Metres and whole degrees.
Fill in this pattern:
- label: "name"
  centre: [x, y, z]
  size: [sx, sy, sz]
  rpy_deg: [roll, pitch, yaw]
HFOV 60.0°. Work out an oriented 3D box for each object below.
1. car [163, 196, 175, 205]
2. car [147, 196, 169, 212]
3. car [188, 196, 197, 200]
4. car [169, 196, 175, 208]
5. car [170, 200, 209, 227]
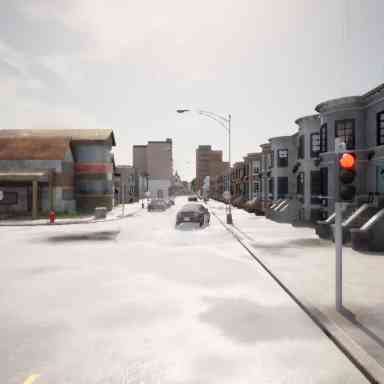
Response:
- label: "car"
  centre: [-4.041, 1.525, 58.792]
  size: [1.812, 1.442, 4.674]
  rpy_deg: [0, 0, 1]
- label: "car"
  centre: [-4.090, 1.505, 39.237]
  size: [1.837, 1.490, 4.892]
  rpy_deg: [0, 0, 0]
- label: "car"
  centre: [0.134, 1.504, 67.872]
  size: [1.837, 1.490, 4.892]
  rpy_deg: [0, 0, 0]
- label: "car"
  centre: [-4.079, 1.547, 48.987]
  size: [2.033, 1.411, 5.357]
  rpy_deg: [0, 0, 0]
- label: "car"
  centre: [0.069, 1.526, 22.876]
  size: [1.812, 1.442, 4.674]
  rpy_deg: [1, 0, 10]
